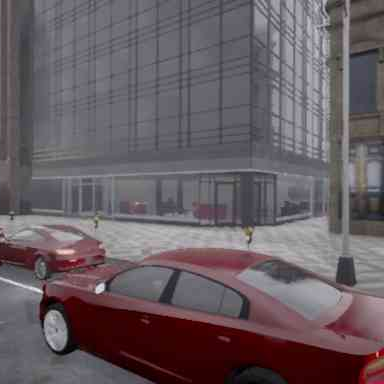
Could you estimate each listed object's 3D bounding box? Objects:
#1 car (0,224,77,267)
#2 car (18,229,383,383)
[{"bbox_3d":[-4.297,1.595,9.730,4.206,1.307,1.802,0,0,36],"label":"car"},{"bbox_3d":[-0.036,1.486,4.389,5.008,1.535,1.882,0,0,36],"label":"car"}]
